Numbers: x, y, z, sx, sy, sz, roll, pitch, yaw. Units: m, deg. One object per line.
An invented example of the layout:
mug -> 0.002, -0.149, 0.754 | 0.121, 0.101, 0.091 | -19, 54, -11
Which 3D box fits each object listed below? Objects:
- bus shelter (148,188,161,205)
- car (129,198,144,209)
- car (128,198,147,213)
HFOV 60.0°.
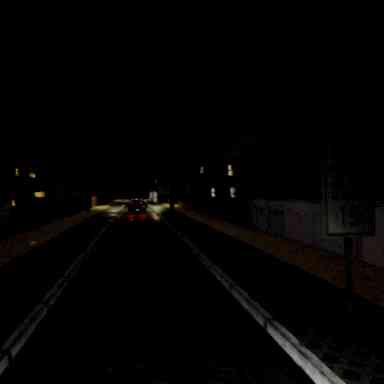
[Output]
bus shelter -> -6.405, 0.769, 56.489 | 1.920, 2.740, 3.880 | -1, 1, -10
car -> -7.876, 1.557, 47.330 | 1.895, 1.301, 4.718 | -1, 0, -9
car -> -5.919, 1.554, 36.071 | 1.895, 1.301, 4.718 | -1, 0, -9
